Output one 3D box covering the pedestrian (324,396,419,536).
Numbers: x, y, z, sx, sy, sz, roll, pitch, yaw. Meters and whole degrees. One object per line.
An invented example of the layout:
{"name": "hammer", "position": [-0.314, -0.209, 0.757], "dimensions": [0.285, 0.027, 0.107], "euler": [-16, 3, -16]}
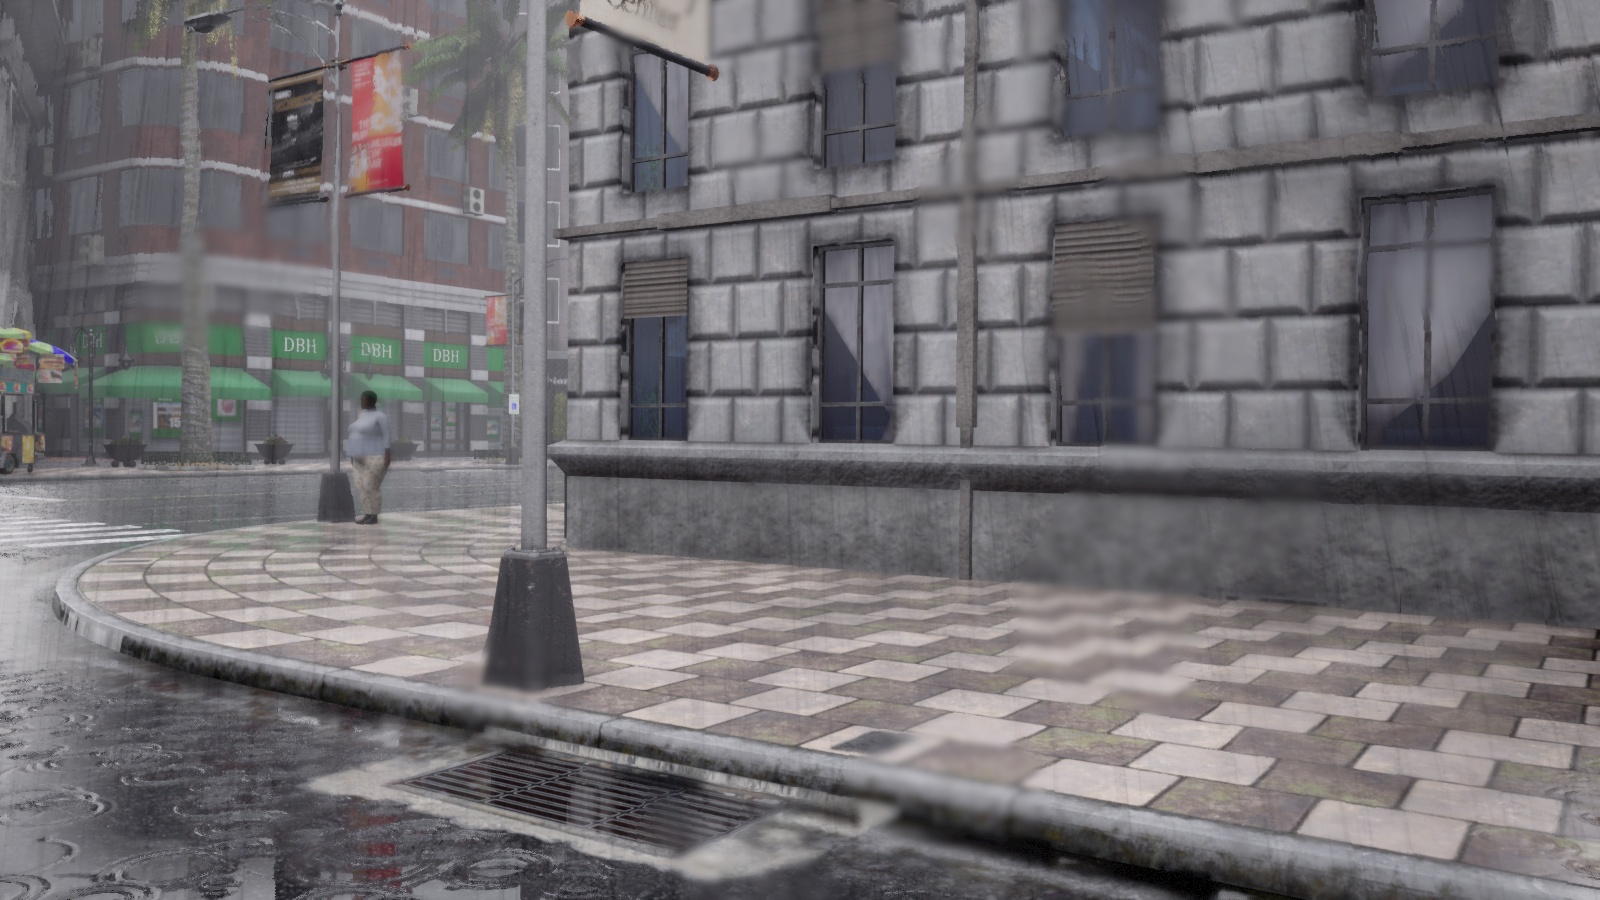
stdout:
{"name": "pedestrian", "position": [-5.903, 0.205, 17.316], "dimensions": [0.874, 1.855, 0.900], "euler": [0, 1, 42]}
